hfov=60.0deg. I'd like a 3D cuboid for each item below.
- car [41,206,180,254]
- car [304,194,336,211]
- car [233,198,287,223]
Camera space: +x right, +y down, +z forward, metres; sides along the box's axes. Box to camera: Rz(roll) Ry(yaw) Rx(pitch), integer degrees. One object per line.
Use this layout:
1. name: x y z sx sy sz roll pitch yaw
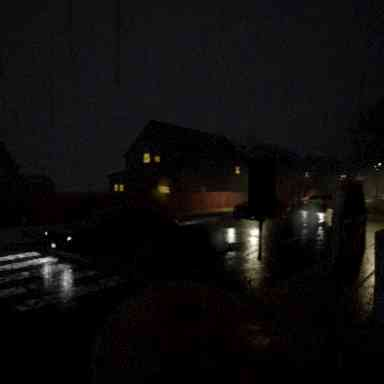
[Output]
1. car: -2.754 1.284 12.677 2.033 1.411 5.357 3 3 39
2. car: 12.065 0.930 31.146 1.812 1.442 4.674 3 2 39
3. car: 4.536 1.050 21.763 1.882 1.535 5.008 3 2 39
